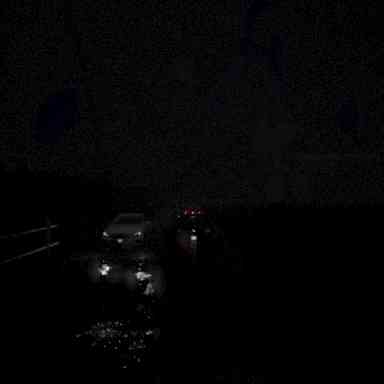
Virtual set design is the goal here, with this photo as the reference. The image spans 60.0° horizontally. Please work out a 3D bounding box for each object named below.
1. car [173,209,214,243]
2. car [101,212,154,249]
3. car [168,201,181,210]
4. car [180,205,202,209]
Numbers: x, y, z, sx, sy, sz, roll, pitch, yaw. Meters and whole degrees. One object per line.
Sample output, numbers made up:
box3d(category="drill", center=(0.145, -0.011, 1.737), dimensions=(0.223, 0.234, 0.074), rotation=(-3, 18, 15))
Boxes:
box3d(category="car", center=(0.077, 1.796, 17.197), dimensions=(1.895, 1.301, 4.718), rotation=(0, -1, 0))
box3d(category="car", center=(-2.872, 1.702, 15.613), dimensions=(1.812, 1.442, 4.674), rotation=(0, -1, 0))
box3d(category="car", center=(-2.890, 2.233, 56.305), dimensions=(1.812, 1.442, 4.674), rotation=(0, -1, 0))
box3d(category="car", center=(0.054, 1.984, 32.807), dimensions=(1.895, 1.301, 4.718), rotation=(0, -1, 0))
